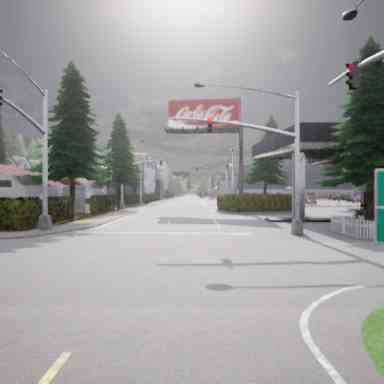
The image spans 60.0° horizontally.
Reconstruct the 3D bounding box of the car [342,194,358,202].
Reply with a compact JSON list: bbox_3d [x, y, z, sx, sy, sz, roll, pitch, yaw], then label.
[{"bbox_3d":[34.944,1.554,71.844,2.007,1.523,4.514,0,0,0],"label":"car"}]

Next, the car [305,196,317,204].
[{"bbox_3d":[22.536,1.610,64.059,1.970,1.475,3.806,0,0,0],"label":"car"}]

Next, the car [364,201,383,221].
[{"bbox_3d":[18.710,1.699,30.665,4.611,1.667,2.242,0,0,0],"label":"car"}]

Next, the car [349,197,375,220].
[{"bbox_3d":[14.381,1.527,24.997,3.866,1.878,1.905,0,0,0],"label":"car"}]
